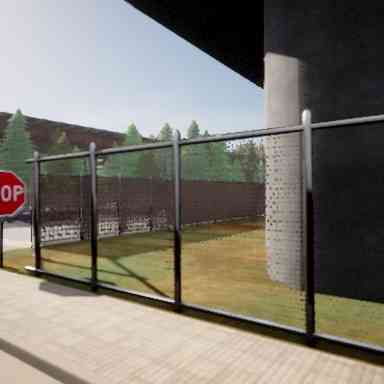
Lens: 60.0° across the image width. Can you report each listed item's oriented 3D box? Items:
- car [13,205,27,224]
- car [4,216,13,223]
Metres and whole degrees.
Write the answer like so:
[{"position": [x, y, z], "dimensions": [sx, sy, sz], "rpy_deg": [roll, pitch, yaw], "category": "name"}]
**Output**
[{"position": [-11.476, 1.763, 27.268], "dimensions": [1.882, 1.535, 5.008], "rpy_deg": [-1, 0, 36], "category": "car"}, {"position": [-14.473, 1.873, 29.097], "dimensions": [2.033, 1.411, 5.357], "rpy_deg": [-1, 0, 36], "category": "car"}]
